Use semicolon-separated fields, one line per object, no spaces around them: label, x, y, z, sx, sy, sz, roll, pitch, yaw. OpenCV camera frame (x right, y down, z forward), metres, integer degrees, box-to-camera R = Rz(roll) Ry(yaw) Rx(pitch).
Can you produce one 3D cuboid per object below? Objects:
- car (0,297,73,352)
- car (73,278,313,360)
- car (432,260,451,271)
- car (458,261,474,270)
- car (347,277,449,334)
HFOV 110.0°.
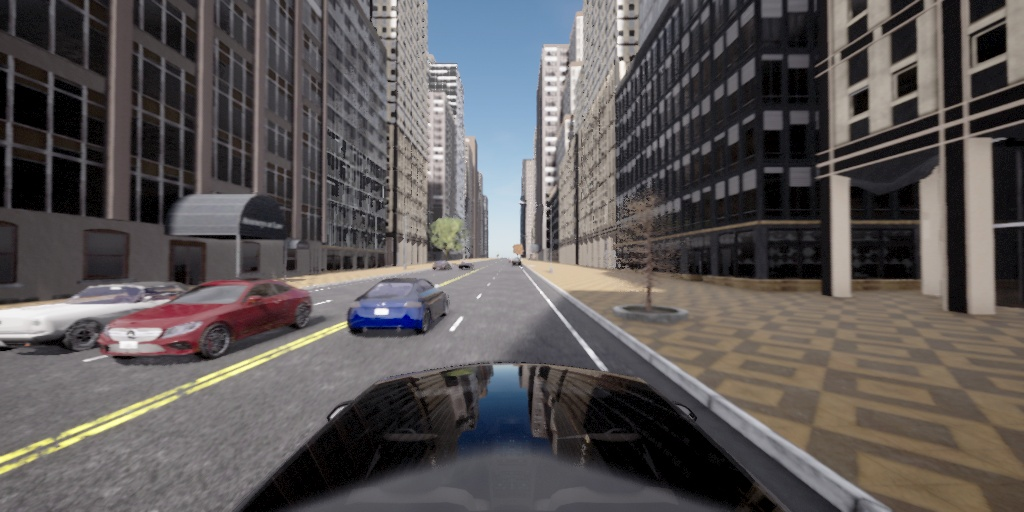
car;-9.851;1.353;9.048;1.895;1.301;4.718;0;0;0
car;-6.602;1.278;8.507;1.812;1.442;4.674;0;0;0
car;-9.808;1.308;50.510;2.033;1.411;5.357;0;0;1
car;-6.556;1.361;51.376;1.895;1.301;4.718;0;0;1
car;-3.153;1.316;10.667;1.994;1.385;4.181;0;0;0
